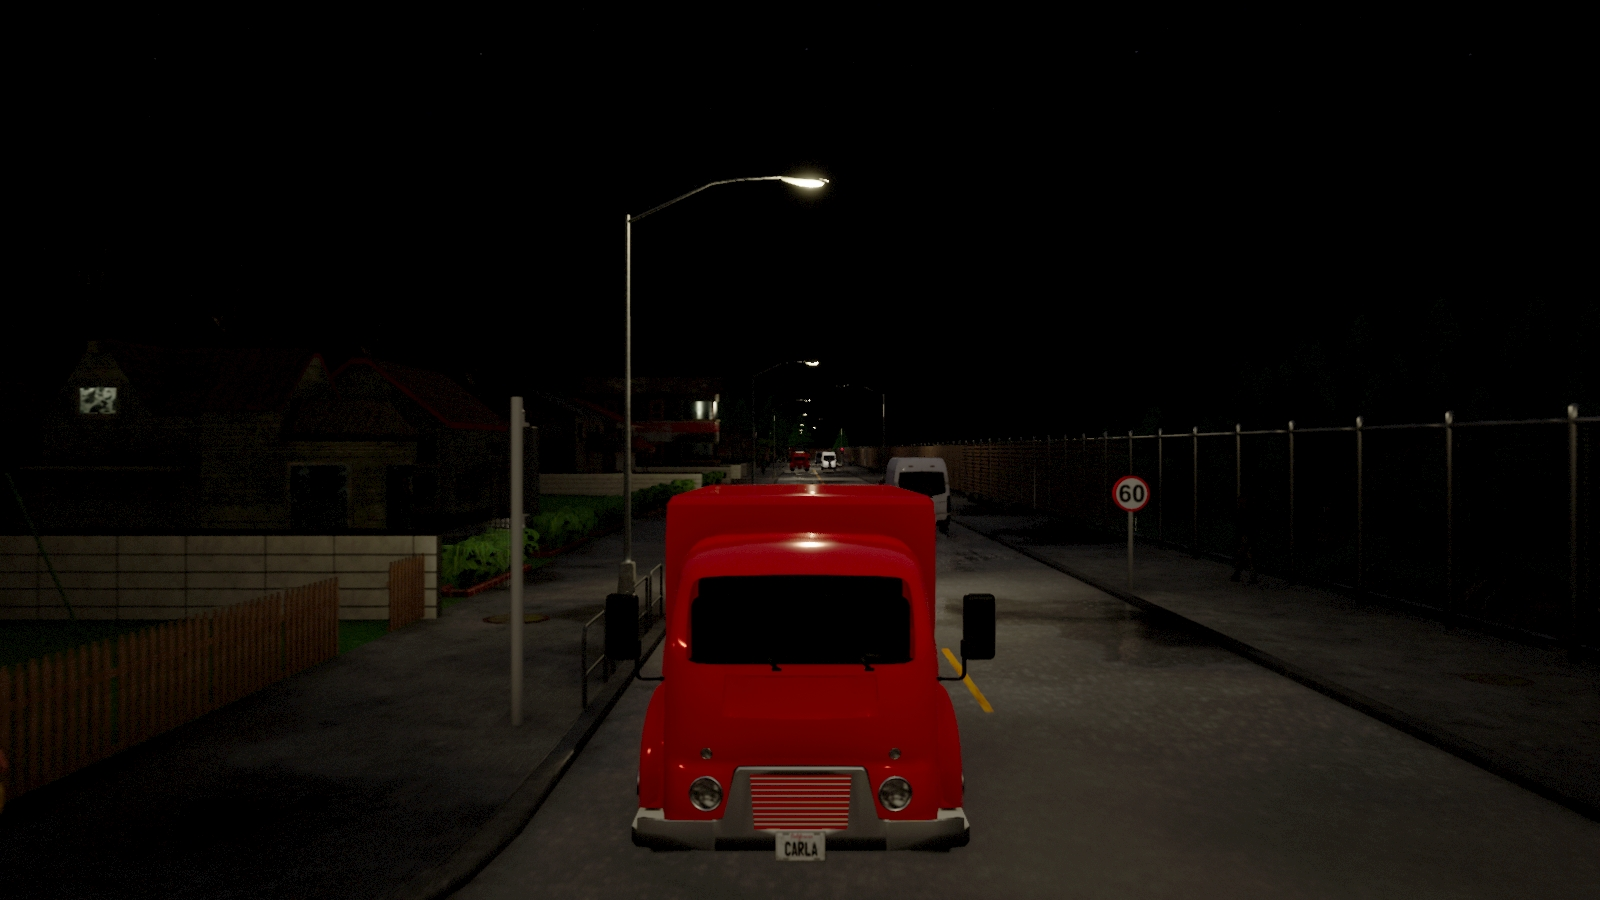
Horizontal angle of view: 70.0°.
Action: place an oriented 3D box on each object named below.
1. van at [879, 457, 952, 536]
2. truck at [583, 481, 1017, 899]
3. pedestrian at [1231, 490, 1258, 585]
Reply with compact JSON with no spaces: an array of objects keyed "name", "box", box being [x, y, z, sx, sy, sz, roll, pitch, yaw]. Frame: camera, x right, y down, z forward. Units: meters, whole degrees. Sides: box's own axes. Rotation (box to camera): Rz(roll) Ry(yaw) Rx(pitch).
[{"name":"van","box":[4.000,1.539,40.461,1.988,2.561,5.915,0,0,0]},{"name":"truck","box":[0.001,1.567,9.513,2.627,2.467,5.204,0,0,0]},{"name":"pedestrian","box":[8.897,1.747,22.872,0.375,1.860,0.375,0,0,-4]}]
